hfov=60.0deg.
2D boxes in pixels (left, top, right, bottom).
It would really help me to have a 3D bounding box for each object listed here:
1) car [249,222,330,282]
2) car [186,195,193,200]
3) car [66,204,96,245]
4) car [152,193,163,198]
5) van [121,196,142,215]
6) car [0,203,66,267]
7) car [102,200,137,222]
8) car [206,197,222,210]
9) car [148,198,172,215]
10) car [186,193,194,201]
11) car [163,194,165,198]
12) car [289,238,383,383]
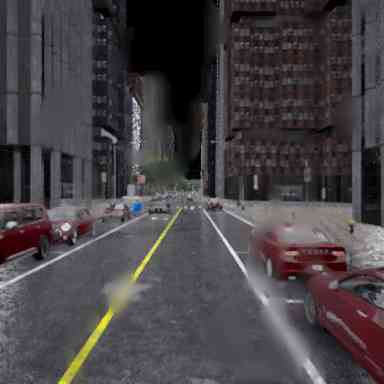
[{"bbox_3d":[2.763,1.525,9.572,1.887,1.381,4.507,0,0,0],"label":"car"},{"bbox_3d":[-0.660,1.587,94.458,1.802,1.307,4.206,0,0,0],"label":"car"},{"bbox_3d":[-5.762,1.412,15.009,1.967,1.590,4.097,0,0,0],"label":"car"},{"bbox_3d":[-9.118,1.546,83.559,1.947,1.339,4.313,0,0,0],"label":"car"},{"bbox_3d":[-5.762,1.310,31.331,1.690,1.788,3.998,0,0,0],"label":"van"},{"bbox_3d":[-5.761,1.295,9.567,2.192,1.841,5.009,0,0,0],"label":"car"},{"bbox_3d":[-5.762,1.551,25.889,1.802,1.307,4.206,0,0,0],"label":"car"},{"bbox_3d":[2.764,1.410,42.215,1.967,1.590,4.097,0,0,0],"label":"car"},{"bbox_3d":[-3.085,1.533,32.769,1.994,1.385,4.181,0,0,0],"label":"car"},{"bbox_3d":[-0.594,1.421,83.609,1.967,1.590,4.097,0,0,0],"label":"car"},{"bbox_3d":[-9.153,1.308,88.985,2.192,1.841,5.009,0,0,0],"label":"car"},{"bbox_3d":[2.763,1.573,4.132,1.802,1.307,4.206,0,0,0],"label":"car"}]
